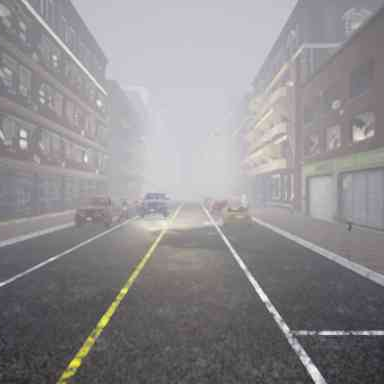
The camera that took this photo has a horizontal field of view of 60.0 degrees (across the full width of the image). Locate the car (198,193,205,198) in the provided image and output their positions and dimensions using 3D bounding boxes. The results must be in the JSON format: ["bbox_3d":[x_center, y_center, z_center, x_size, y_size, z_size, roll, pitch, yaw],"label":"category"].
[{"bbox_3d":[2.672,0.873,94.196,1.802,1.307,4.206,0,0,0],"label":"car"}]

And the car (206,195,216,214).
[{"bbox_3d":[2.684,1.305,32.199,1.887,1.381,4.507,0,0,0],"label":"car"}]

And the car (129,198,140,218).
[{"bbox_3d":[-5.695,1.242,26.564,1.967,1.590,4.097,0,0,0],"label":"car"}]

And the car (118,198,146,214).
[{"bbox_3d":[-5.696,1.305,32.202,1.887,1.381,4.507,0,0,0],"label":"car"}]

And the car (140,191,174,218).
[{"bbox_3d":[-3.003,1.015,27.914,2.150,2.045,5.566,0,0,0],"label":"car"}]

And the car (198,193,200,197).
[{"bbox_3d":[2.676,0.944,77.457,1.752,1.417,4.829,0,0,0],"label":"car"}]

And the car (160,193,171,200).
[{"bbox_3d":[-5.704,1.014,71.653,2.008,1.369,4.403,0,0,0],"label":"car"}]

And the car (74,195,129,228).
[{"bbox_3d":[-5.693,1.159,20.927,2.192,1.841,5.009,0,0,0],"label":"car"}]

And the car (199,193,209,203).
[{"bbox_3d":[2.680,1.142,54.743,2.008,1.369,4.403,0,0,0],"label":"car"}]

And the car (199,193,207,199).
[{"bbox_3d":[2.674,0.943,82.923,1.947,1.339,4.313,0,0,0],"label":"car"}]

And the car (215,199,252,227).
[{"bbox_3d":[2.687,1.368,21.097,1.752,1.417,4.829,0,0,0],"label":"car"}]

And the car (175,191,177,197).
[{"bbox_3d":[-5.708,0.879,88.562,1.887,1.381,4.507,0,0,0],"label":"car"}]
